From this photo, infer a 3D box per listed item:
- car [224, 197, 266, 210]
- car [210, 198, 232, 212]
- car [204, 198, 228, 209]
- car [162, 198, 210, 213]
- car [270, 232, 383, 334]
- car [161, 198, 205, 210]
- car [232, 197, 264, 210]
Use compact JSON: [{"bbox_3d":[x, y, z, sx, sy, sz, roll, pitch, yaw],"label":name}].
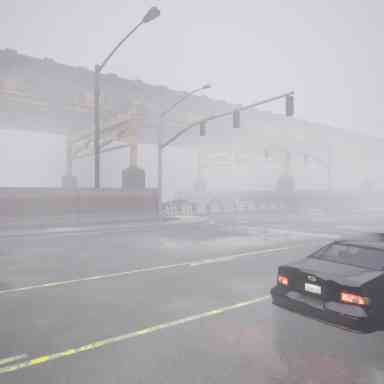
[{"bbox_3d":[6.710,1.453,42.483,4.974,1.542,2.038,0,0,-8],"label":"car"},{"bbox_3d":[2.839,1.453,38.683,2.038,1.542,4.974,0,0,17],"label":"car"},{"bbox_3d":[2.854,1.295,38.732,1.853,1.218,4.536,0,0,17],"label":"car"},{"bbox_3d":[-0.878,1.453,35.959,4.974,1.542,2.038,0,0,7],"label":"car"},{"bbox_3d":[3.916,1.547,6.647,5.357,1.411,2.033,0,0,-36],"label":"car"},{"bbox_3d":[-0.929,1.295,35.965,4.536,1.218,1.853,0,0,7],"label":"car"},{"bbox_3d":[6.659,1.295,42.476,4.536,1.218,1.853,0,0,-8],"label":"car"}]
